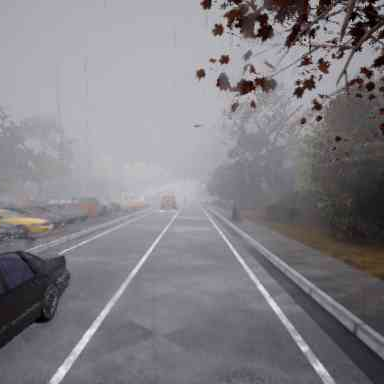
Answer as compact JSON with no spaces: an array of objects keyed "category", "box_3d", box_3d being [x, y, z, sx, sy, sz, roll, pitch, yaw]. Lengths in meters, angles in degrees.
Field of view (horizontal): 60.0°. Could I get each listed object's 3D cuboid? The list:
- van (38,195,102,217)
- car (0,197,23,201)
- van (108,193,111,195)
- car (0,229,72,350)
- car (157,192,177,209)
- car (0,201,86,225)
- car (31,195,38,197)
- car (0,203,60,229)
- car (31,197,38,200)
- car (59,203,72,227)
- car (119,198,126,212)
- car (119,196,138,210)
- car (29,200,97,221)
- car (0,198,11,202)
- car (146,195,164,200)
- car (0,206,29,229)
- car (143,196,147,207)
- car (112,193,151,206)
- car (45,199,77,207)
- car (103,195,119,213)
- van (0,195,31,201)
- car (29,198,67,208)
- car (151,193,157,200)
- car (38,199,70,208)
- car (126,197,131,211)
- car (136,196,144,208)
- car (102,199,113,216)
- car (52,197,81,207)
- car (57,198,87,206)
[{"category":"van","box_3d":[-10.374,1.362,28.502,4.442,1.987,1.878,0,0,0]},{"category":"car","box_3d":[-23.349,1.681,39.540,4.792,1.488,2.163,0,-1,0]},{"category":"van","box_3d":[-23.381,1.296,91.568,4.442,1.987,1.878,1,0,0]},{"category":"car","box_3d":[-3.351,1.547,4.470,2.033,1.411,5.357,0,0,0]},{"category":"car","box_3d":[-3.400,1.455,48.606,2.150,2.045,5.566,0,-1,0]},{"category":"car","box_3d":[-10.236,1.595,22.949,4.792,1.488,2.163,0,0,0]},{"category":"car","box_3d":[-23.337,1.499,47.977,5.566,2.045,2.435,0,-1,0]},{"category":"car","box_3d":[-10.088,1.540,17.396,5.366,1.575,1.946,0,0,0]},{"category":"car","box_3d":[-23.284,1.745,45.205,4.792,1.488,2.163,0,-1,0]},{"category":"car","box_3d":[-10.240,1.584,20.173,4.792,1.488,2.163,0,0,0]},{"category":"car","box_3d":[-10.239,1.631,36.831,4.892,1.521,2.231,0,-1,0]},{"category":"car","box_3d":[-10.051,1.679,42.250,5.366,1.575,1.946,0,-1,0]},{"category":"car","box_3d":[-10.232,1.606,25.725,4.792,1.488,2.163,0,0,0]},{"category":"car","box_3d":[-23.354,1.658,36.901,4.792,1.488,2.163,0,0,0]},{"category":"car","box_3d":[-10.450,1.567,94.404,4.792,1.488,2.163,0,0,0]},{"category":"car","box_3d":[-10.284,1.533,14.621,4.892,1.521,2.231,0,0,0]},{"category":"car","box_3d":[-10.406,1.819,53.475,5.366,1.575,1.946,0,-1,0]},{"category":"car","box_3d":[-10.244,1.606,56.255,5.566,2.045,2.435,0,-1,0]},{"category":"car","box_3d":[-23.262,1.921,59.053,4.792,1.488,2.163,0,-1,0]},{"category":"car","box_3d":[-10.280,1.487,34.052,4.553,1.767,2.185,0,0,0]},{"category":"van","box_3d":[-23.433,1.455,42.314,4.442,1.987,1.878,0,-1,0]},{"category":"car","box_3d":[-23.114,1.818,53.513,5.366,1.575,1.946,0,-1,0]},{"category":"car","box_3d":[-10.398,1.552,91.620,4.792,1.488,2.163,0,0,0]},{"category":"car","box_3d":[-23.293,1.896,56.283,4.674,1.452,2.002,0,-1,0]},{"category":"car","box_3d":[-10.426,1.651,39.598,5.366,1.575,1.946,0,-1,0]},{"category":"car","box_3d":[-10.043,1.749,47.923,5.366,1.575,1.946,0,-1,0]},{"category":"car","box_3d":[-10.282,1.629,31.278,4.792,1.488,2.163,0,0,0]},{"category":"car","box_3d":[-23.319,1.800,61.700,4.553,1.767,2.185,0,-1,0]},{"category":"car","box_3d":[-23.279,1.960,64.470,5.008,1.535,2.097,0,-1,0]}]
